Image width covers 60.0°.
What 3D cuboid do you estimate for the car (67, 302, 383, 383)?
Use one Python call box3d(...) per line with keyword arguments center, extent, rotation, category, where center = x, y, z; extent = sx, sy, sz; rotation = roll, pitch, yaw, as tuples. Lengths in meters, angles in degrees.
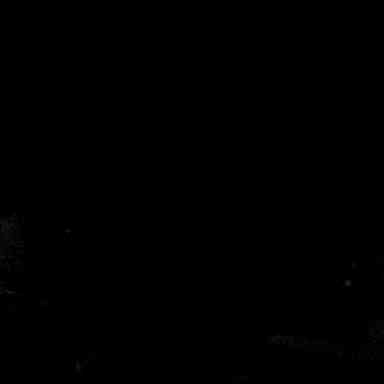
box3d(center=(0.801, 1.579, 2.503), extent=(4.206, 1.307, 1.802), rotation=(0, 1, 36), category="car")
